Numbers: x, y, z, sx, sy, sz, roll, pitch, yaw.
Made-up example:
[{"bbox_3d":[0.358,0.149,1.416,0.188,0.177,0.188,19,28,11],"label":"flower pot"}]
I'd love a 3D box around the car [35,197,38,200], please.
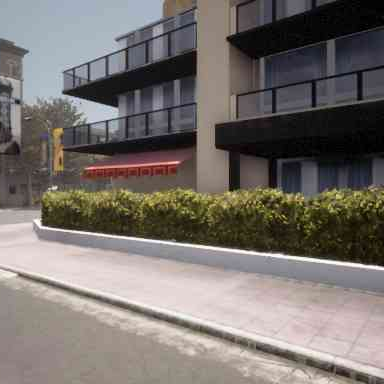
[{"bbox_3d":[-34.518,1.481,68.376,4.892,1.521,2.231,0,0,37],"label":"car"}]
